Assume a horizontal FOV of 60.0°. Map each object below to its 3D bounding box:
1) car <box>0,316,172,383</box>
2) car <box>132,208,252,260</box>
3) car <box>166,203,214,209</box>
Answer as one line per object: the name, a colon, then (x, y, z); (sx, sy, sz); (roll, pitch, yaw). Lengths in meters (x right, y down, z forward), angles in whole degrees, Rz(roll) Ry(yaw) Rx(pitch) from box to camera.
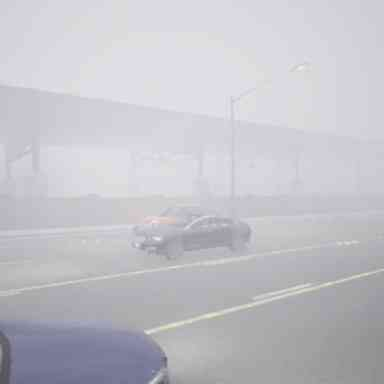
car: (-2.301, 1.520, 2.105); (4.674, 1.442, 1.812); (0, 0, -35)
car: (0.144, 1.551, 12.687); (4.902, 1.511, 2.128); (1, 0, -35)
car: (-0.614, 1.424, 16.443); (4.553, 1.767, 2.097); (1, 0, -35)
